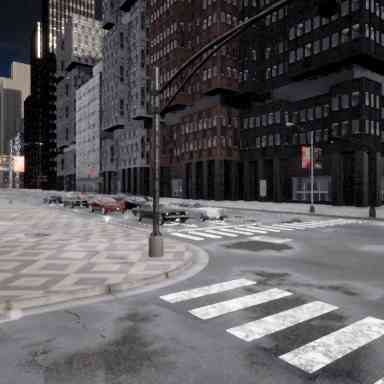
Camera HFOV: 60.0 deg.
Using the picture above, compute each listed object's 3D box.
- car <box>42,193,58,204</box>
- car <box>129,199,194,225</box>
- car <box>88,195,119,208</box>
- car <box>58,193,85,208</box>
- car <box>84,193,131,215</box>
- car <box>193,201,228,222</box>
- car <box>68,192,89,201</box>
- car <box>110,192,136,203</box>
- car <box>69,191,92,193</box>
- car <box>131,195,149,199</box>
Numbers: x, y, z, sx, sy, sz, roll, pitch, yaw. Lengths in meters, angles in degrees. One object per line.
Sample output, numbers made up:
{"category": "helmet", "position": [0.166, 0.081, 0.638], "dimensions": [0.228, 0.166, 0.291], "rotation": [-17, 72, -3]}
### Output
{"category": "car", "position": [-19.336, 0.876, 46.087], "dimensions": [2.033, 1.411, 5.357], "rotation": [0, 1, -35]}
{"category": "car", "position": [-2.156, 1.356, 22.133], "dimensions": [1.895, 1.301, 4.718], "rotation": [0, 1, -36]}
{"category": "car", "position": [-10.533, 1.083, 39.352], "dimensions": [1.895, 1.301, 4.718], "rotation": [0, 1, -36]}
{"category": "car", "position": [-13.114, 1.089, 37.377], "dimensions": [1.895, 1.301, 4.718], "rotation": [0, 1, -36]}
{"category": "car", "position": [-7.638, 1.101, 29.753], "dimensions": [1.882, 1.535, 5.008], "rotation": [0, 1, -36]}
{"category": "car", "position": [0.441, 1.351, 24.089], "dimensions": [1.895, 1.301, 4.718], "rotation": [0, 1, -36]}
{"category": "car", "position": [-19.948, 0.710, 58.337], "dimensions": [2.033, 1.411, 5.357], "rotation": [0, 1, -36]}
{"category": "car", "position": [-10.660, 0.824, 50.992], "dimensions": [2.128, 1.511, 4.902], "rotation": [0, 1, -36]}
{"category": "car", "position": [-16.491, 0.682, 47.691], "dimensions": [2.097, 1.767, 4.553], "rotation": [0, 1, -36]}
{"category": "car", "position": [-5.043, 1.096, 31.714], "dimensions": [1.882, 1.535, 5.008], "rotation": [0, 1, -36]}
